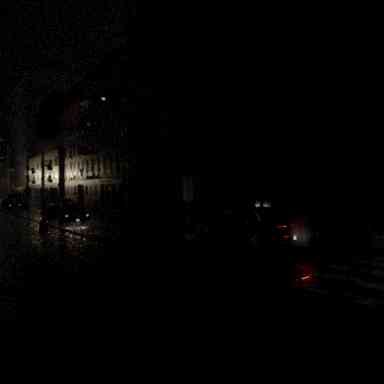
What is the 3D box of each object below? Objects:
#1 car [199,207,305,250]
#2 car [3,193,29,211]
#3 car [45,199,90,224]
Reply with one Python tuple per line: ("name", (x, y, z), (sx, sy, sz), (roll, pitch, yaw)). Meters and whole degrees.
("car", (2.252, 1.374, 13.817), (1.837, 1.490, 4.892), (-1, 0, -37))
("car", (-21.931, 1.149, 41.247), (2.150, 2.045, 5.566), (-1, 0, -37))
("car", (-9.105, 1.461, 24.018), (2.033, 1.411, 5.357), (-1, 0, -37))
